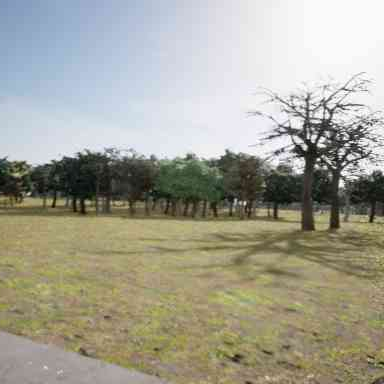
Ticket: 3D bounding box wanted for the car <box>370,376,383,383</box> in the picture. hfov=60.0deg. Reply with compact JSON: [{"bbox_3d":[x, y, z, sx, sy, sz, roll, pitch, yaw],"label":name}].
[{"bbox_3d":[3.493,1.743,1.592,4.892,1.490,1.837,0,-4,26],"label":"car"}]
